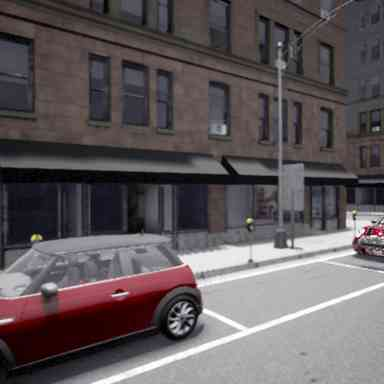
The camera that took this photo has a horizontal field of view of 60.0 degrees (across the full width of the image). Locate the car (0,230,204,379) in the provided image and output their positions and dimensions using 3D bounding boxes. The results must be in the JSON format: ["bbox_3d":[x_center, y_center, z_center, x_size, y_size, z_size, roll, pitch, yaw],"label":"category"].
[{"bbox_3d":[-1.887,1.431,4.842,4.097,1.590,1.967,-1,0,-36],"label":"car"}]

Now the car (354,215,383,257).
[{"bbox_3d":[7.363,1.343,11.443,4.097,1.590,1.967,-1,0,-36],"label":"car"}]
